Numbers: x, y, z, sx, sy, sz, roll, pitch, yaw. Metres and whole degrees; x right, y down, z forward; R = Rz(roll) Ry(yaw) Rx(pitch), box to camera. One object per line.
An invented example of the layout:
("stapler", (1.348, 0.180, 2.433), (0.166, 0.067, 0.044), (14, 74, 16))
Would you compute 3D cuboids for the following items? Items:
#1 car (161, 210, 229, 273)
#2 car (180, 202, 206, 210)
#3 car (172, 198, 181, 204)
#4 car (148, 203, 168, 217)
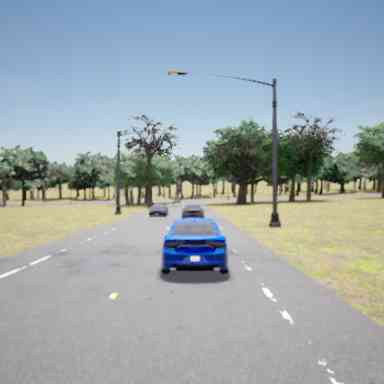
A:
("car", (0.083, 1.591, 11.083), (1.882, 1.535, 5.008), (0, 0, 0))
("car", (0.075, 1.818, 28.351), (1.837, 1.490, 4.892), (0, -1, 0))
("car", (-3.550, 2.295, 77.807), (1.837, 1.490, 4.892), (0, -1, 0))
("car", (-3.619, 1.962, 36.852), (2.033, 1.411, 5.357), (0, -1, 0))
